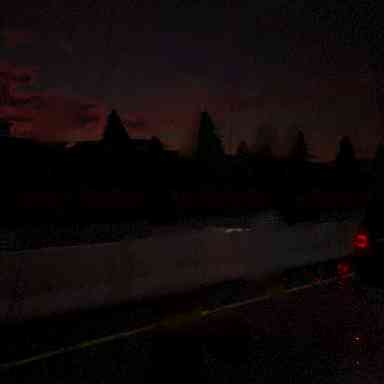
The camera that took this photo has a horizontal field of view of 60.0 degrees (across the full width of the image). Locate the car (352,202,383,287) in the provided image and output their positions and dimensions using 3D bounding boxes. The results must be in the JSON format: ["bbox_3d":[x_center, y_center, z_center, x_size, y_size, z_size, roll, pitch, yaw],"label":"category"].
[{"bbox_3d":[6.194,1.241,8.164,5.566,2.045,2.150,0,0,-36],"label":"car"}]

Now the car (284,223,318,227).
[{"bbox_3d":[6.127,1.541,21.148,4.892,1.490,1.837,1,0,-35],"label":"car"}]
